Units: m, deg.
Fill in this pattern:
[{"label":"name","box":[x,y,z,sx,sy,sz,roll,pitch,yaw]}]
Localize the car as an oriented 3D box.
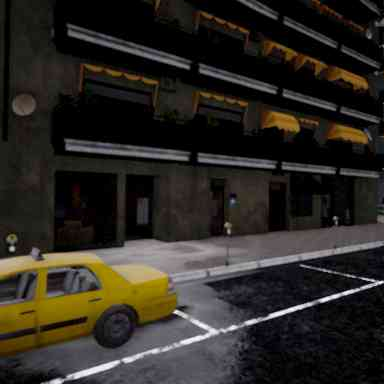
[{"label":"car","box":[-2.510,1.531,4.760,4.829,1.417,1.752,1,0,-35]}]
